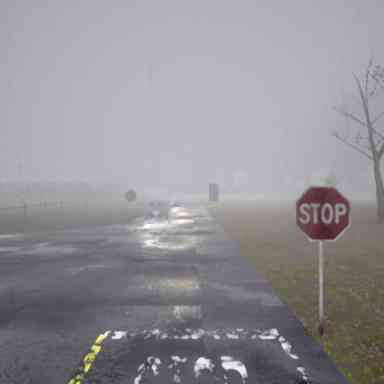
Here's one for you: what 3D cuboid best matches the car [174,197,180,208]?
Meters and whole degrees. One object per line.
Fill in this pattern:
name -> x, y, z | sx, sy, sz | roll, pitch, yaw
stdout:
car -> -2.766, 1.440, 48.111 | 2.128, 1.511, 4.902 | 0, 0, 0

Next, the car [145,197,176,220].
car -> -2.759, 1.471, 27.869 | 2.128, 1.511, 4.902 | 0, 0, 0
